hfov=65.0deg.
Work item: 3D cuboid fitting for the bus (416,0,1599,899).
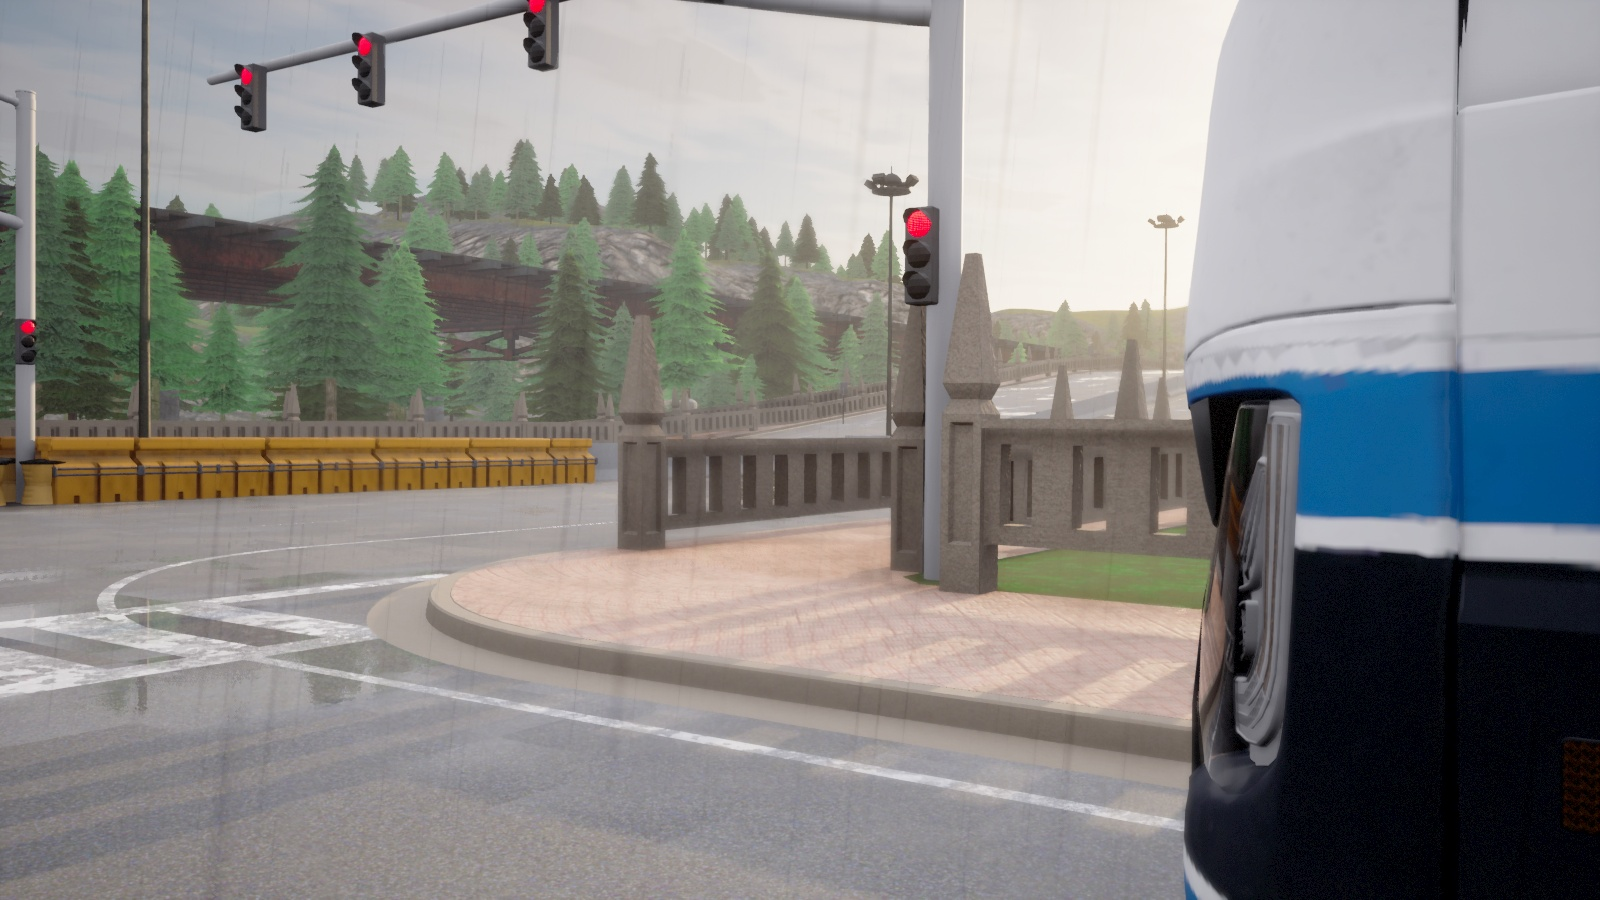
[{"bbox_3d":[4.895,-0.694,0.344,10.273,4.253,3.944,0,1,34],"label":"bus"}]
